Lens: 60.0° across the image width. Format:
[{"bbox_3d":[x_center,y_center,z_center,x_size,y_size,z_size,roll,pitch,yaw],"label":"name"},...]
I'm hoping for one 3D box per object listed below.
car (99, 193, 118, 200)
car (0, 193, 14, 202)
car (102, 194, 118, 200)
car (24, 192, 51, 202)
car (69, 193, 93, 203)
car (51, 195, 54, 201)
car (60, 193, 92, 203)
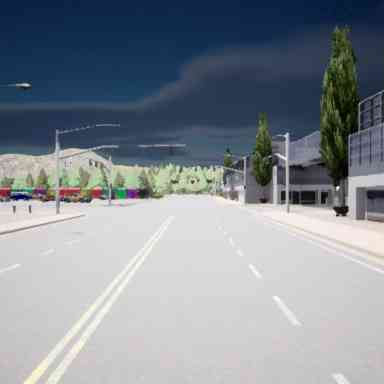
[{"bbox_3d":[-21.432,1.129,83.901,3.866,1.878,1.905,0,0,0],"label":"car"},{"bbox_3d":[-38.875,1.364,66.995,3.806,1.475,1.970,0,0,0],"label":"car"},{"bbox_3d":[-21.419,1.369,86.796,3.806,1.475,1.970,0,0,0],"label":"car"},{"bbox_3d":[-38.953,1.125,83.893,4.605,1.855,1.932,0,0,0],"label":"car"},{"bbox_3d":[-21.409,1.126,64.277,3.866,1.878,1.905,0,0,0],"label":"car"},{"bbox_3d":[-38.886,1.335,86.789,3.905,1.438,1.784,0,0,0],"label":"car"},{"bbox_3d":[-21.466,1.123,61.383,4.605,1.855,1.932,0,0,0],"label":"car"}]
